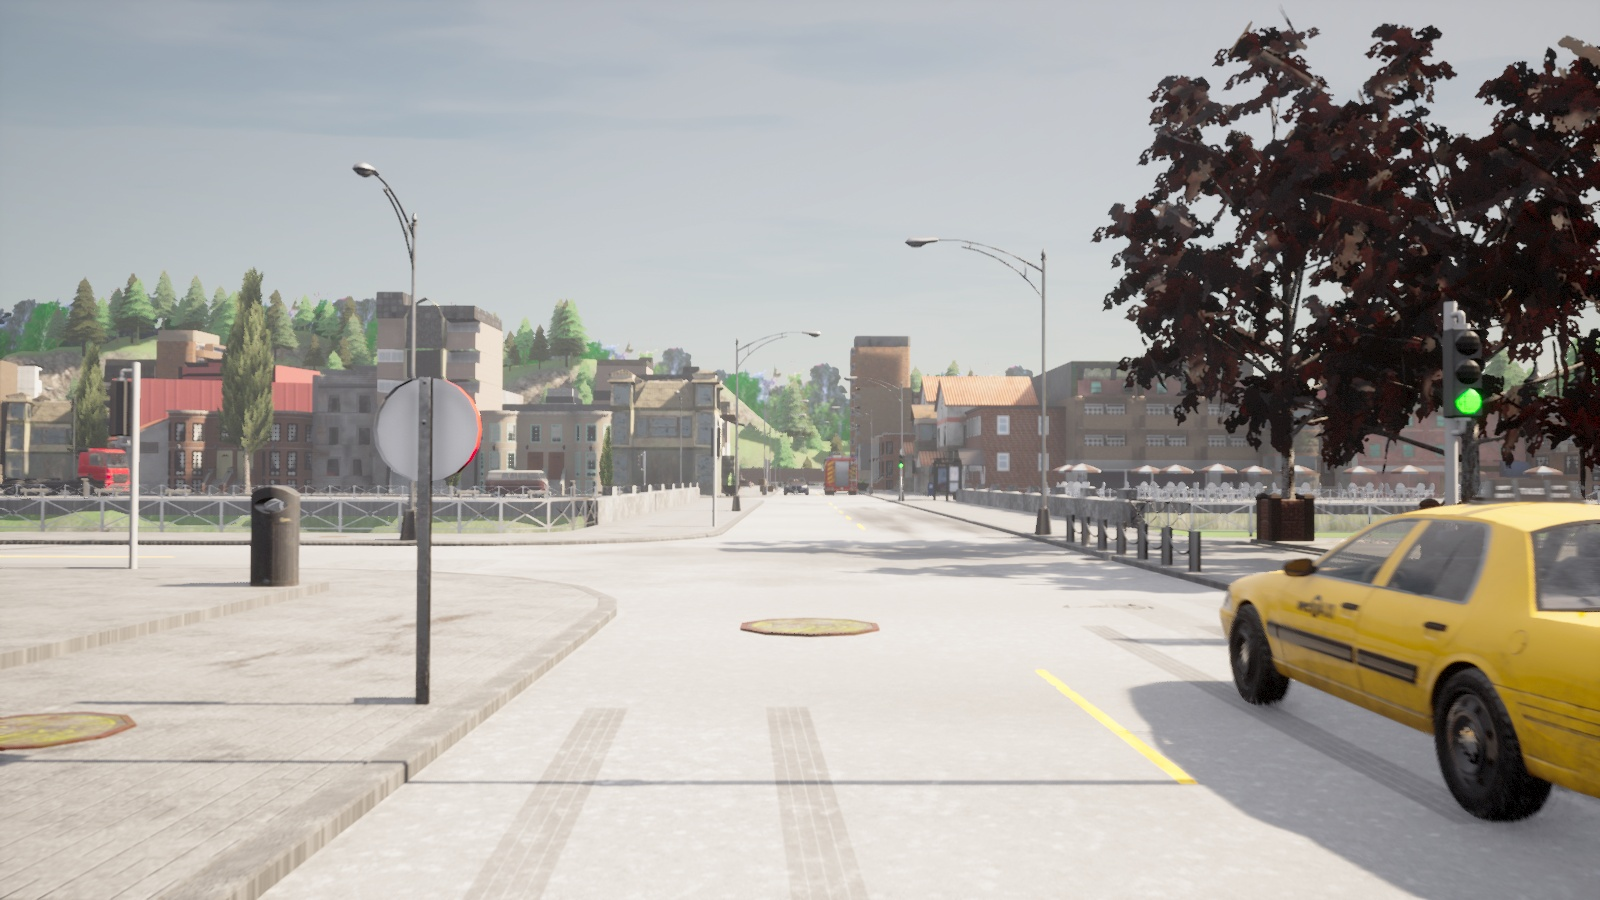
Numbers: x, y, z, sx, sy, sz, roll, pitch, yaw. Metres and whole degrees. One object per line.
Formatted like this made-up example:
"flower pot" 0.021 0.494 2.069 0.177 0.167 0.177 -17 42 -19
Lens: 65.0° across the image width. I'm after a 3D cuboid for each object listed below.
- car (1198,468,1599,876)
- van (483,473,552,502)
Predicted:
"car" 3.982 0.900 7.006 1.801 1.575 5.366 0 -1 0
"van" -19.712 2.579 87.683 4.442 1.987 1.775 0 -1 0
